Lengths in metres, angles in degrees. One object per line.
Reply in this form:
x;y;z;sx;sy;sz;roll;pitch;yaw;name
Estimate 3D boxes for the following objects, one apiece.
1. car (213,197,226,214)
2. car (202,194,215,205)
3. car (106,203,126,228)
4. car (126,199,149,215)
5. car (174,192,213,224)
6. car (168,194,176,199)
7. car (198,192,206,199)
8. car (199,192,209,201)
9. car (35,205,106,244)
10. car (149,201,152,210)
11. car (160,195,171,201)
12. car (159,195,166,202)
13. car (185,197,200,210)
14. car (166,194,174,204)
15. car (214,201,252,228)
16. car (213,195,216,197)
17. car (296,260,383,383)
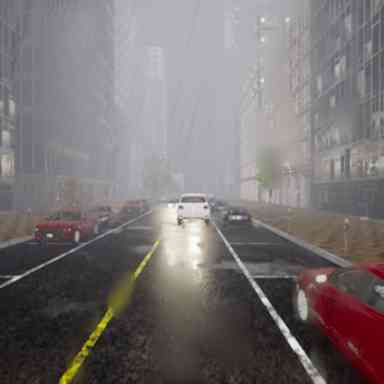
2.687;1.451;32.632;1.947;1.339;4.313;0;0;0;car
2.684;1.232;55.401;1.967;1.590;4.097;0;0;0;car
-5.692;1.510;21.254;1.802;1.307;4.206;0;0;0;car
-5.693;1.430;32.639;1.887;1.381;4.507;0;0;0;car
0.093;1.140;23.837;2.150;2.045;5.566;0;0;0;car
-5.703;1.151;95.257;2.008;1.369;4.403;0;0;0;car
2.680;0.944;89.553;2.192;1.841;5.009;0;0;0;car
2.682;1.000;78.168;2.192;1.841;5.009;0;0;0;car
-5.691;1.493;15.561;1.887;1.381;4.507;0;0;0;car
-5.695;1.429;38.332;1.947;1.339;4.313;0;0;0;car
-5.700;1.264;72.488;2.008;1.369;4.403;0;0;0;car
-5.699;1.266;66.624;1.752;1.417;4.829;0;0;0;car
0.101;1.374;42.004;1.812;1.442;4.674;0;0;0;car
-3.061;1.379;58.487;1.895;1.301;4.718;0;0;1;car
2.689;1.494;21.248;1.947;1.339;4.313;0;0;0;car
2.686;1.406;44.016;1.947;1.339;4.313;0;0;0;car
2.691;1.531;4.171;1.887;1.381;4.507;0;0;0;car
